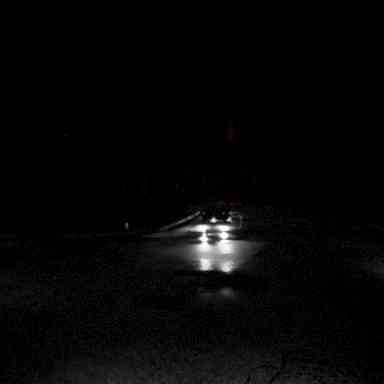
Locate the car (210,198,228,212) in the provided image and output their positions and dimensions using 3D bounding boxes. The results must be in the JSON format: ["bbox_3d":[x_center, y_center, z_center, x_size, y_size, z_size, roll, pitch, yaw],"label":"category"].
[{"bbox_3d":[3.646,1.718,45.511,2.097,1.767,4.553,-1,-1,1],"label":"car"}]

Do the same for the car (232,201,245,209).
[{"bbox_3d":[6.959,2.129,56.446,1.994,1.385,4.181,-1,-1,-7],"label":"car"}]

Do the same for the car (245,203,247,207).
[{"bbox_3d":[9.261,2.322,65.509,1.895,1.301,4.718,-1,-1,-11],"label":"car"}]

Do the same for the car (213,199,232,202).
[{"bbox_3d":[3.025,1.691,35.474,1.812,1.442,4.674,-1,-1,5],"label":"car"}]

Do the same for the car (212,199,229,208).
[{"bbox_3d":[5.628,2.260,65.847,1.882,1.535,5.008,-1,-1,-14],"label":"car"}]

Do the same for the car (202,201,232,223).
[{"bbox_3d":[1.913,1.650,26.314,1.895,1.301,4.718,-1,-1,9],"label":"car"}]
